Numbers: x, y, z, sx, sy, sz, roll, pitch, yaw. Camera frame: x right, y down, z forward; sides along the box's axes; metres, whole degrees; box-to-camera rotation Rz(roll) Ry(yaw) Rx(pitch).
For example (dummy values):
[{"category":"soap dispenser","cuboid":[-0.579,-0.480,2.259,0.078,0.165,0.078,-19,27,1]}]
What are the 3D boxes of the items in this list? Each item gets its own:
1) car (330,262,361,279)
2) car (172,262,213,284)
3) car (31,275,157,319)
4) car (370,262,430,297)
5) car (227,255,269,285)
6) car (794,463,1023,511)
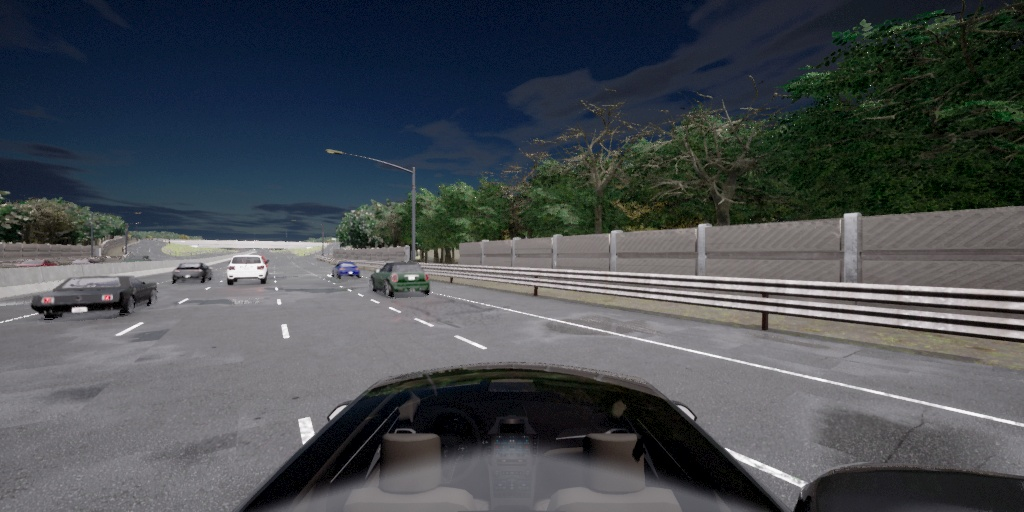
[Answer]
[{"category":"car","cuboid":[-15.051,1.259,32.498,1.812,1.442,4.674,0,0,-34]},{"category":"car","cuboid":[-24.110,1.222,27.154,2.128,1.511,4.902,0,0,-34]},{"category":"car","cuboid":[-14.452,1.345,12.792,1.895,1.301,4.718,0,0,-34]},{"category":"car","cuboid":[-6.060,1.099,19.130,2.097,1.767,4.553,0,0,-34]},{"category":"car","cuboid":[-19.278,0.957,26.233,2.150,2.045,5.566,0,0,-34]},{"category":"car","cuboid":[2.985,1.315,0.487,4.181,1.385,1.994,0,0,34]}]
